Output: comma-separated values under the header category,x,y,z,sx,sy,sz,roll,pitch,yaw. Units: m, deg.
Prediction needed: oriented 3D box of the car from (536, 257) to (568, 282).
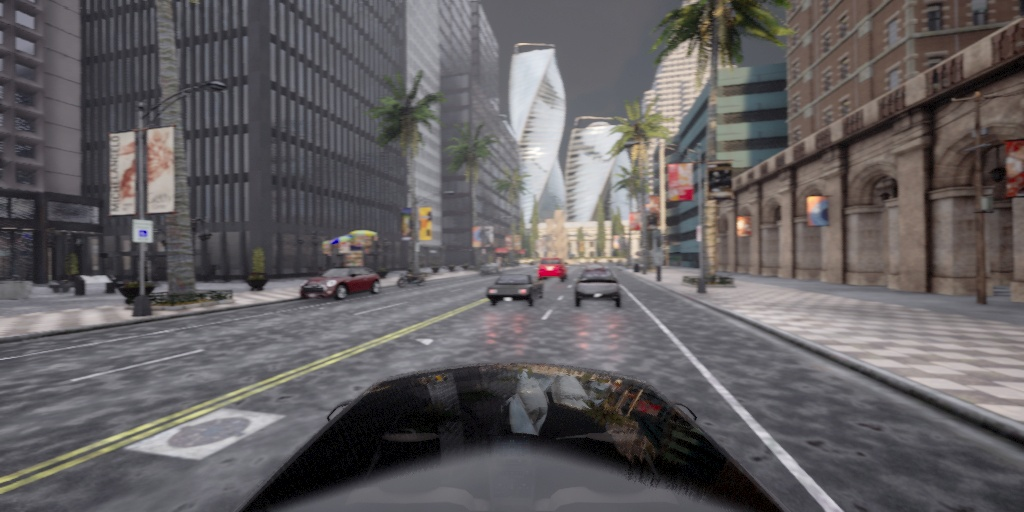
category,x,y,z,sx,sy,sz,roll,pitch,yaw
car,3.586,1.138,31.109,2.150,2.045,5.566,-1,0,13

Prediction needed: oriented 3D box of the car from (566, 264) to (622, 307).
category,x,y,z,sx,sy,sz,roll,pitch,yaw
car,3.783,1.299,15.968,2.128,1.511,4.902,-1,0,13

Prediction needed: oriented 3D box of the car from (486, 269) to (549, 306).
category,x,y,z,sx,sy,sz,roll,pitch,yaw
car,0.328,1.456,16.553,1.895,1.301,4.718,-1,0,13
